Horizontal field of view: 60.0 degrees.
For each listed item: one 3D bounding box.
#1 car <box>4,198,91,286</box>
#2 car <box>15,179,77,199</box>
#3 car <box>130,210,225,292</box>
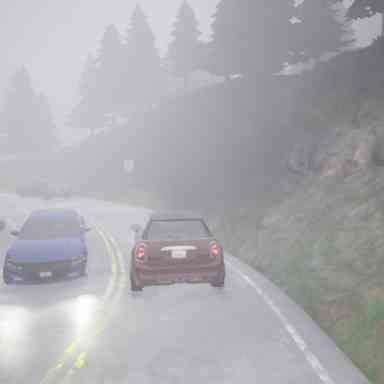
[{"bbox_3d":[-4.109,1.354,9.915,1.882,1.535,5.008,-1,6,-18],"label":"car"},{"bbox_3d":[-10.577,-0.203,23.968,5.357,1.411,2.033,4,6,35],"label":"car"},{"bbox_3d":[-0.567,1.280,9.069,2.097,1.767,4.553,-1,1,-8],"label":"car"}]
